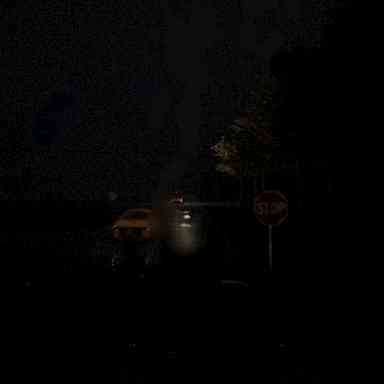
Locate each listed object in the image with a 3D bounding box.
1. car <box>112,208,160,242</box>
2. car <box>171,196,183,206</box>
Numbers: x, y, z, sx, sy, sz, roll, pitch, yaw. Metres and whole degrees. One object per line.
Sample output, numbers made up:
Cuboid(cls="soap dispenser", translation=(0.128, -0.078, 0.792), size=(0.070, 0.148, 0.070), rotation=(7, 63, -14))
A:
Cuboid(cls="car", translation=(-2.744, 1.616, 17.255), size=(1.882, 1.535, 5.008), rotation=(1, -1, 0))
Cuboid(cls="car", translation=(-2.740, 1.557, 61.824), size=(2.097, 1.767, 4.553), rotation=(0, 0, 0))
